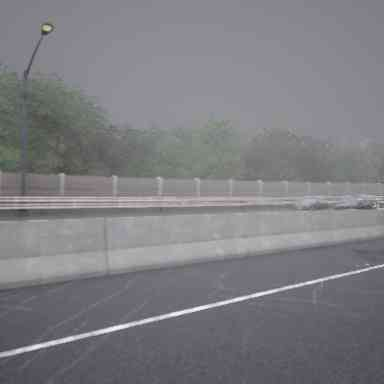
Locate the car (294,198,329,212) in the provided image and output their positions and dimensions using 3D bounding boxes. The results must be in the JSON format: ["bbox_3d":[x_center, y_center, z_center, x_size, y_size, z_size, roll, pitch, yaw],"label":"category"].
[{"bbox_3d":[12.465,1.330,33.911,4.674,1.442,1.812,0,1,-34],"label":"car"}]

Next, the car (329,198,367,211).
[{"bbox_3d":[15.743,1.354,31.895,5.008,1.535,1.882,0,1,-34],"label":"car"}]

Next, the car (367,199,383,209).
[{"bbox_3d":[18.240,1.171,29.353,5.566,2.045,2.150,0,1,-34],"label":"car"}]
